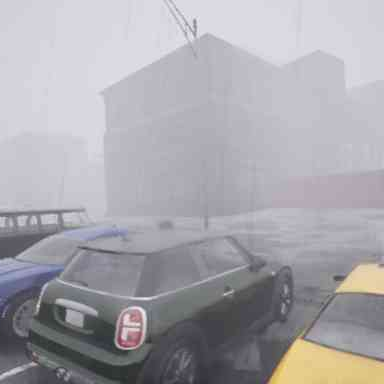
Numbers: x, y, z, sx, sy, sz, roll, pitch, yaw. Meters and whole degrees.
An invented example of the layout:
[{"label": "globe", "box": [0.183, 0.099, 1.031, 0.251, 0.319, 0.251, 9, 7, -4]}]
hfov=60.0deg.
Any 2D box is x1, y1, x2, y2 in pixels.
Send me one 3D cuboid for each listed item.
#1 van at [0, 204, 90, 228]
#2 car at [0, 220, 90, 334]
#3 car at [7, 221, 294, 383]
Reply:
[{"label": "van", "box": [-4.471, 1.331, 8.652, 1.878, 1.987, 4.442, -1, -1, 36]}, {"label": "car", "box": [-2.274, 1.518, 6.948, 2.097, 1.535, 5.008, -1, -1, 36]}, {"label": "car", "box": [-0.025, 1.372, 5.299, 2.185, 1.767, 4.553, -1, 0, 36]}]
